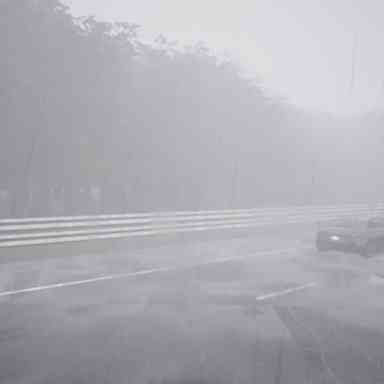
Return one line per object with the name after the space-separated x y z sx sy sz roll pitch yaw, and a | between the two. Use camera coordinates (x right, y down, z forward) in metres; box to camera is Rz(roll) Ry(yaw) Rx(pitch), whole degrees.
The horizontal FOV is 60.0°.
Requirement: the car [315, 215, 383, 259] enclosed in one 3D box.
6.633 1.584 12.780 4.181 1.385 1.994 0 0 -35 | car
